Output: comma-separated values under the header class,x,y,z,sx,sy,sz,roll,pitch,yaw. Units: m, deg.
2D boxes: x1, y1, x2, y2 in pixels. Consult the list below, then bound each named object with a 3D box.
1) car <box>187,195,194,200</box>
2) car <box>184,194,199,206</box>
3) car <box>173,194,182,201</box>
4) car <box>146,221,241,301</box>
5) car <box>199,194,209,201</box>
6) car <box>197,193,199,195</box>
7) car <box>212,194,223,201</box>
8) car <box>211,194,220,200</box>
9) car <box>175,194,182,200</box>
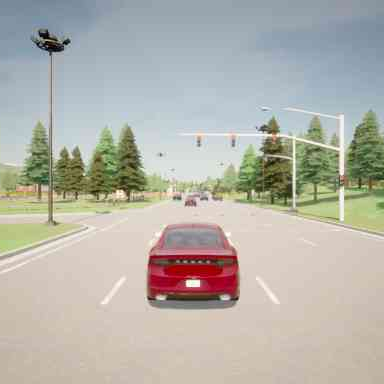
class,x,y,z,sx,sy,sz,roll,pitch,yaw
car,-0.364,1.427,94.062,1.895,1.301,4.718,0,0,0
car,-0.204,1.525,53.000,1.812,1.442,4.674,0,0,0
car,-3.824,1.469,83.599,1.882,1.535,5.008,0,0,0
car,0.031,1.478,8.398,1.882,1.535,5.008,0,0,0
car,3.175,1.516,84.043,1.812,1.442,4.674,0,0,0
car,3.136,1.357,94.046,2.128,1.511,4.902,0,0,0
car,6.676,1.516,83.640,2.128,1.511,4.902,0,0,0
car,6.636,1.372,94.060,2.033,1.411,5.357,0,0,0
car,-3.864,1.310,94.019,1.882,1.535,5.008,0,0,0
